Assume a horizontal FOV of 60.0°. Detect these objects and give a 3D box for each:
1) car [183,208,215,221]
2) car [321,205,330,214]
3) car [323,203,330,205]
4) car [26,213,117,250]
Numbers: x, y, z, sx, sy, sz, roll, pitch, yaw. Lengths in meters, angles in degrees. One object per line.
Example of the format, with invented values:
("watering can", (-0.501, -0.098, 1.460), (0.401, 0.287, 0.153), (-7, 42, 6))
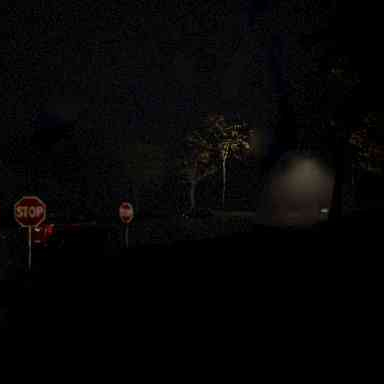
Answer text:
("car", (0.879, 2.657, 39.499), (1.837, 1.490, 4.892), (1, -1, 36))
("car", (27.945, 3.874, 68.832), (1.895, 1.301, 4.718), (1, -1, 29))
("car", (35.653, 3.935, 87.917), (2.150, 2.045, 5.566), (1, -1, 36))
("car", (-6.157, 1.910, 17.695), (2.097, 1.767, 4.553), (1, -1, 36))
